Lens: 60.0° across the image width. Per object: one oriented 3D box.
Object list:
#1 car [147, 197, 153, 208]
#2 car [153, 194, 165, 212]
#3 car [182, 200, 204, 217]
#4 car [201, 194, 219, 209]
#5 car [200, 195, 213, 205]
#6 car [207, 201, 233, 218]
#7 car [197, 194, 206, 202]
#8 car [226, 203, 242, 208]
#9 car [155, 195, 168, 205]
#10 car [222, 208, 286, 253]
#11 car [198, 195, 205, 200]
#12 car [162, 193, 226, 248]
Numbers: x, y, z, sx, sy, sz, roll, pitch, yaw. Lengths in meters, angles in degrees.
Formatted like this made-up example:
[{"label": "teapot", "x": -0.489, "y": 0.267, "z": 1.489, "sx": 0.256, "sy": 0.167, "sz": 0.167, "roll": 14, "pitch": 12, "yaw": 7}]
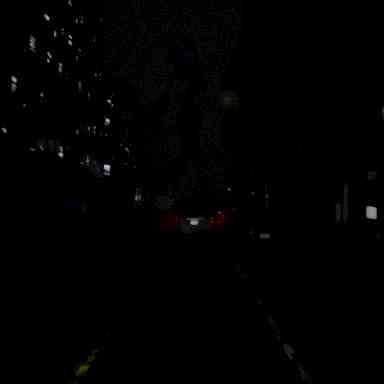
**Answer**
[{"label": "car", "x": -5.340, "y": 1.429, "z": 47.786, "sx": 1.967, "sy": 1.590, "sz": 4.097, "roll": -1, "pitch": 0, "yaw": 0}, {"label": "car", "x": -2.857, "y": 1.213, "z": 38.808, "sx": 2.150, "sy": 2.045, "sz": 5.566, "roll": 0, "pitch": 0, "yaw": 0}, {"label": "car", "x": 0.085, "y": 1.554, "z": 31.888, "sx": 1.994, "sy": 1.385, "sz": 4.181, "roll": 0, "pitch": 0, "yaw": 0}, {"label": "car", "x": 2.528, "y": 1.304, "z": 47.554, "sx": 2.192, "sy": 1.841, "sz": 5.009, "roll": -1, "pitch": 0, "yaw": 0}, {"label": "car", "x": 2.541, "y": 1.429, "z": 58.883, "sx": 1.967, "sy": 1.590, "sz": 4.097, "roll": -1, "pitch": 0, "yaw": 0}, {"label": "car", "x": 2.513, "y": 1.542, "z": 30.561, "sx": 2.008, "sy": 1.369, "sz": 4.403, "roll": -1, "pitch": 0, "yaw": 0}, {"label": "car", "x": 2.239, "y": 1.347, "z": 80.168, "sx": 2.097, "sy": 1.767, "sz": 4.553, "roll": 0, "pitch": 0, "yaw": 0}, {"label": "car", "x": 2.517, "y": 1.538, "z": 19.232, "sx": 1.887, "sy": 1.381, "sz": 4.507, "roll": -1, "pitch": 0, "yaw": 0}, {"label": "car", "x": -5.344, "y": 1.429, "z": 59.089, "sx": 1.967, "sy": 1.590, "sz": 4.097, "roll": -1, "pitch": 0, "yaw": 0}, {"label": "car", "x": 2.518, "y": 1.561, "z": 13.568, "sx": 1.947, "sy": 1.339, "sz": 4.313, "roll": -1, "pitch": 0, "yaw": 0}, {"label": "car", "x": 2.529, "y": 1.576, "z": 92.868, "sx": 1.802, "sy": 1.307, "sz": 4.206, "roll": -1, "pitch": 0, "yaw": 0}, {"label": "car", "x": 0.090, "y": 1.216, "z": 14.871, "sx": 2.150, "sy": 2.045, "sz": 5.566, "roll": 0, "pitch": 0, "yaw": 0}]
